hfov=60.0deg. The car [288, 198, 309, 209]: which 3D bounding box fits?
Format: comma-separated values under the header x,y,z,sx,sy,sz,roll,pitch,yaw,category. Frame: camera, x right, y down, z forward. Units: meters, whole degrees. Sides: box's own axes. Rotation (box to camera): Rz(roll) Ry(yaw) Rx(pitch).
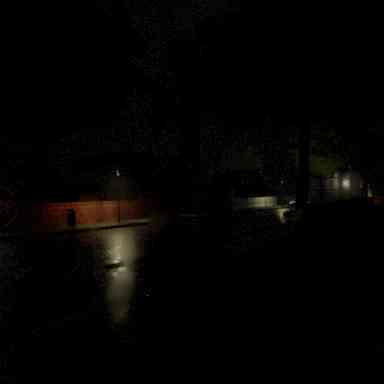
x,y,z,sx,sy,sz,roll,pitch,yaw,category
14.888,1.546,46.115,1.812,1.442,4.674,0,0,35,car
